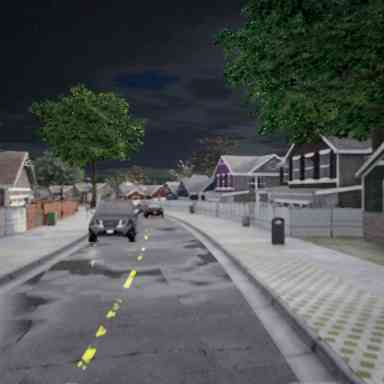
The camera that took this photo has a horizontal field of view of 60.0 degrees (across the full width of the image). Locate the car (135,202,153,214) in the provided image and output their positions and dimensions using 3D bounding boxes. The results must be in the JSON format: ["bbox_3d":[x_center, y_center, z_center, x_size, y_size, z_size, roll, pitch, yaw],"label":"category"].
[{"bbox_3d":[-6.700,2.197,45.916,1.837,1.490,4.892,0,-1,-17],"label":"car"}]

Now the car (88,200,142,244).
[{"bbox_3d":[-4.011,1.469,17.782,2.150,2.045,5.566,0,-1,-7],"label":"car"}]

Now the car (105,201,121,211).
[{"bbox_3d":[-13.861,2.421,57.837,2.128,1.511,4.902,0,-1,-21],"label":"car"}]

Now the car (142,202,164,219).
[{"bbox_3d":[-4.223,2.005,36.146,1.882,1.535,5.008,0,-1,-13],"label":"car"}]
